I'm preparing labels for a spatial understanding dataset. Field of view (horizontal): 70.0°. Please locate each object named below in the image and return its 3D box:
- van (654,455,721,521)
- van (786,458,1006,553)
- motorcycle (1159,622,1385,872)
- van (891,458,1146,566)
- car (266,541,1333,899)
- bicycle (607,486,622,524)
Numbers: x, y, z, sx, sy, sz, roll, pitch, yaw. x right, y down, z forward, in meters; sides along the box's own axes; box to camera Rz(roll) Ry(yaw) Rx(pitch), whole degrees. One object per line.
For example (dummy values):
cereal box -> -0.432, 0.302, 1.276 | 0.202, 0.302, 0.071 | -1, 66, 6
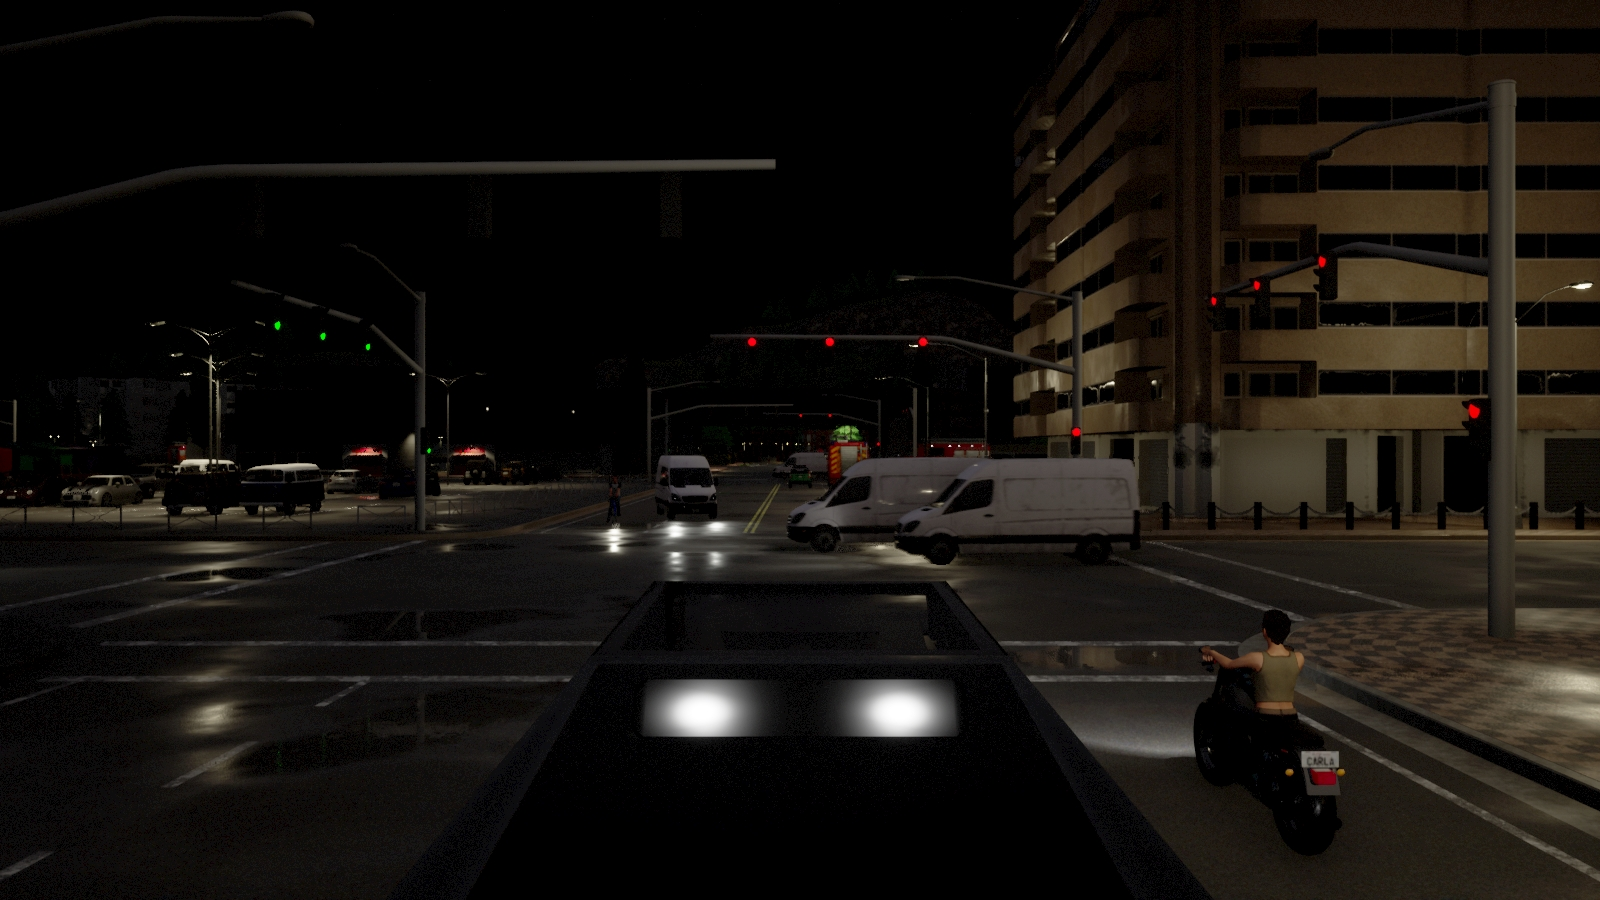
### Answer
van -> -4.814, 1.517, 48.008 | 1.988, 2.561, 5.915 | 0, 0, -14
van -> 2.579, 1.496, 31.742 | 5.915, 2.561, 1.988 | 0, 0, -1
motorcycle -> 3.502, 2.151, 8.762 | 0.764, 1.307, 2.356 | 0, 0, 0
van -> 5.299, 1.494, 28.283 | 5.915, 2.561, 1.988 | 0, 0, -1
car -> 0.000, 1.751, 5.696 | 2.390, 2.098, 6.274 | 0, 0, 0
bicycle -> -7.113, 2.096, 43.847 | 0.373, 1.385, 1.643 | 0, 0, -1
